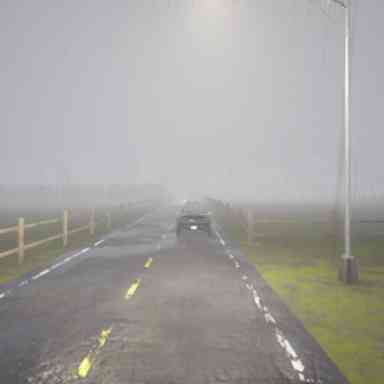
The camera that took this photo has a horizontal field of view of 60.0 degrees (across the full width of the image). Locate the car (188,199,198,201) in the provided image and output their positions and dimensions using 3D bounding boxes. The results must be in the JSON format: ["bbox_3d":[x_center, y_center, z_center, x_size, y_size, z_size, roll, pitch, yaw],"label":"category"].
[{"bbox_3d":[0.094,1.565,41.379,1.994,1.385,4.181,0,0,0],"label":"car"}]

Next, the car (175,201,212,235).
[{"bbox_3d":[0.097,1.505,18.843,1.837,1.490,4.892,0,0,0],"label":"car"}]
